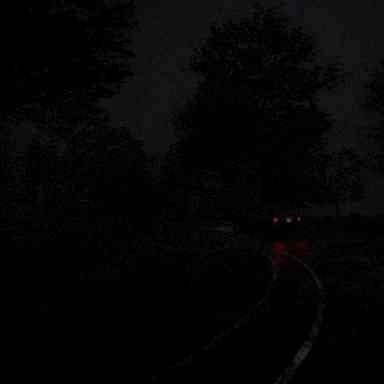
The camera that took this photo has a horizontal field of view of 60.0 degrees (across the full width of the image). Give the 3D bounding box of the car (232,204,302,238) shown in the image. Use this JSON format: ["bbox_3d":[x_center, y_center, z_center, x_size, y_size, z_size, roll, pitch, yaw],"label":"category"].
[{"bbox_3d":[4.243,1.572,19.561,2.097,1.767,4.553,-1,-1,-24],"label":"car"}]
